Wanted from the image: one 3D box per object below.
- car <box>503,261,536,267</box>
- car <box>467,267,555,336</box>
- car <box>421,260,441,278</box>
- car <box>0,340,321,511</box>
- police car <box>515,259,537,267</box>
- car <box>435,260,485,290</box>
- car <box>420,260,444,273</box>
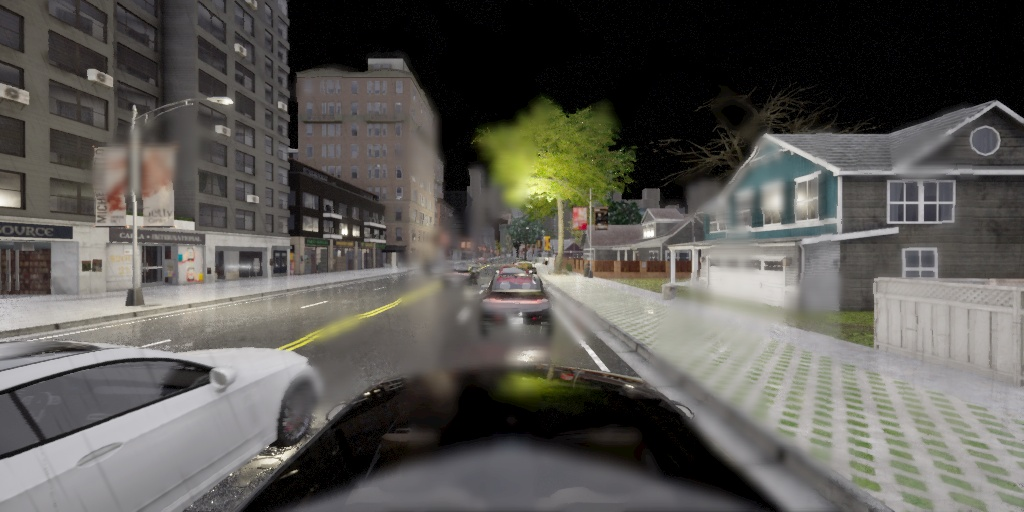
[{"bbox_3d":[0.124,1.219,19.869,1.882,1.535,5.008,0,0,0],"label":"car"},{"bbox_3d":[0.114,1.239,10.366,2.128,1.511,4.902,0,0,0],"label":"car"},{"bbox_3d":[-6.560,1.217,33.394,2.128,1.511,4.902,0,0,0],"label":"car"},{"bbox_3d":[-3.148,1.276,2.261,1.812,1.442,4.674,0,0,0],"label":"car"},{"bbox_3d":[1.011,1.155,29.598,1.930,1.638,5.238,0,0,0],"label":"police car"},{"bbox_3d":[-3.121,1.230,22.488,2.128,1.511,4.902,0,0,0],"label":"car"},{"bbox_3d":[-9.795,1.217,44.259,1.837,1.490,4.892,0,0,0],"label":"car"}]
